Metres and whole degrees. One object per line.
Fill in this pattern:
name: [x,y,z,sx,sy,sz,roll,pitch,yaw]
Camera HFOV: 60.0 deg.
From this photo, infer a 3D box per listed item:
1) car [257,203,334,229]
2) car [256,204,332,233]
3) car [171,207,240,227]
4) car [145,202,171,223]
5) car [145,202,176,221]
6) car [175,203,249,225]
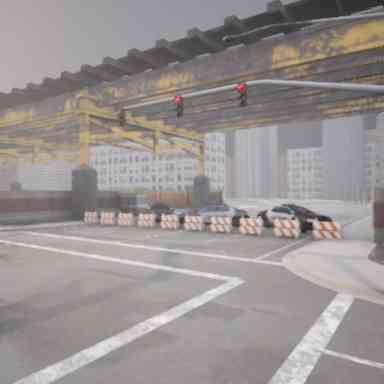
car: [6.084,1.341,20.114,1.853,1.218,4.536,0,0,-26]
car: [6.107,1.498,20.067,2.038,1.542,4.974,0,0,-26]
car: [1.279,1.534,22.539,4.974,1.542,2.038,0,0,-1]
car: [-2.479,1.566,25.206,2.038,1.542,4.974,0,0,-11]
car: [-2.490,1.408,25.257,1.853,1.218,4.536,0,0,-11]
car: [1.330,1.377,22.541,4.536,1.218,1.853,0,0,-1]
